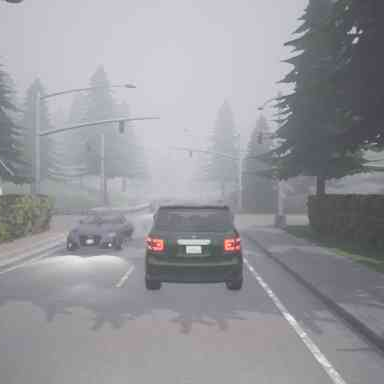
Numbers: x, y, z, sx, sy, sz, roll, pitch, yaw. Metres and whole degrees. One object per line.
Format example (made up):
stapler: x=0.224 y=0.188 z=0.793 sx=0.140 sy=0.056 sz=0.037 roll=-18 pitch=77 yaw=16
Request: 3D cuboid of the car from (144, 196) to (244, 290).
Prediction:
car: x=0.052 y=1.221 z=9.197 sx=2.150 sy=2.045 sz=5.566 roll=0 pitch=0 yaw=0

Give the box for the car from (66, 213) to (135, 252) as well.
car: x=-3.617 y=1.564 z=13.778 sx=1.994 sy=1.385 sz=4.181 roll=0 pitch=0 yaw=0

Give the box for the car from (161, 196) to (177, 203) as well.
car: x=-4.811 y=1.601 z=68.909 sx=1.895 sy=1.301 sz=4.718 roll=0 pitch=0 yaw=-22

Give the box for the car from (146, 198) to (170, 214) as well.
car: x=-3.642 y=1.490 z=36.831 sx=2.128 sy=1.511 sz=4.902 roll=0 pitch=0 yaw=0

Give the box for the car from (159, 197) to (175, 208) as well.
car: x=-3.670 y=1.488 z=50.155 sx=2.128 sy=1.511 sz=4.902 roll=0 pitch=0 yaw=0

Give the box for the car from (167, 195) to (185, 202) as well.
car: x=-3.625 y=1.524 z=74.147 sx=1.812 sy=1.442 sz=4.674 roll=0 pitch=0 yaw=-35
